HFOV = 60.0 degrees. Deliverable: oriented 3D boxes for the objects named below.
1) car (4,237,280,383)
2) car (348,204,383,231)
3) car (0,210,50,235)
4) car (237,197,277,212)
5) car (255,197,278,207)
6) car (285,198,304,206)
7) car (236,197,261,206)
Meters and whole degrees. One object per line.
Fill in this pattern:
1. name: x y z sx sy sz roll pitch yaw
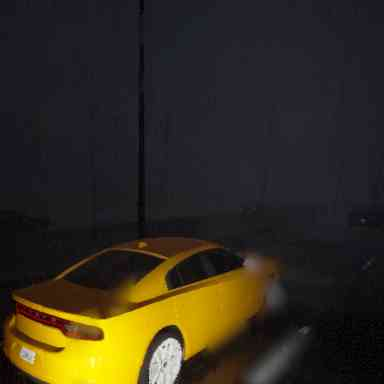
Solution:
1. car: -0.208 1.478 5.353 1.882 1.535 5.008 0 0 36
2. car: 11.183 1.479 20.830 1.882 1.535 5.008 0 0 37
3. car: -9.690 1.602 16.473 1.895 1.301 4.718 0 0 36
4. car: 6.244 1.509 32.165 1.837 1.490 4.892 0 0 36
5. car: 11.661 1.569 51.931 1.994 1.385 4.181 0 0 34
6. car: 16.184 1.569 52.352 1.994 1.385 4.181 0 0 34
7. car: 9.448 1.553 54.860 2.033 1.411 5.357 0 0 35
